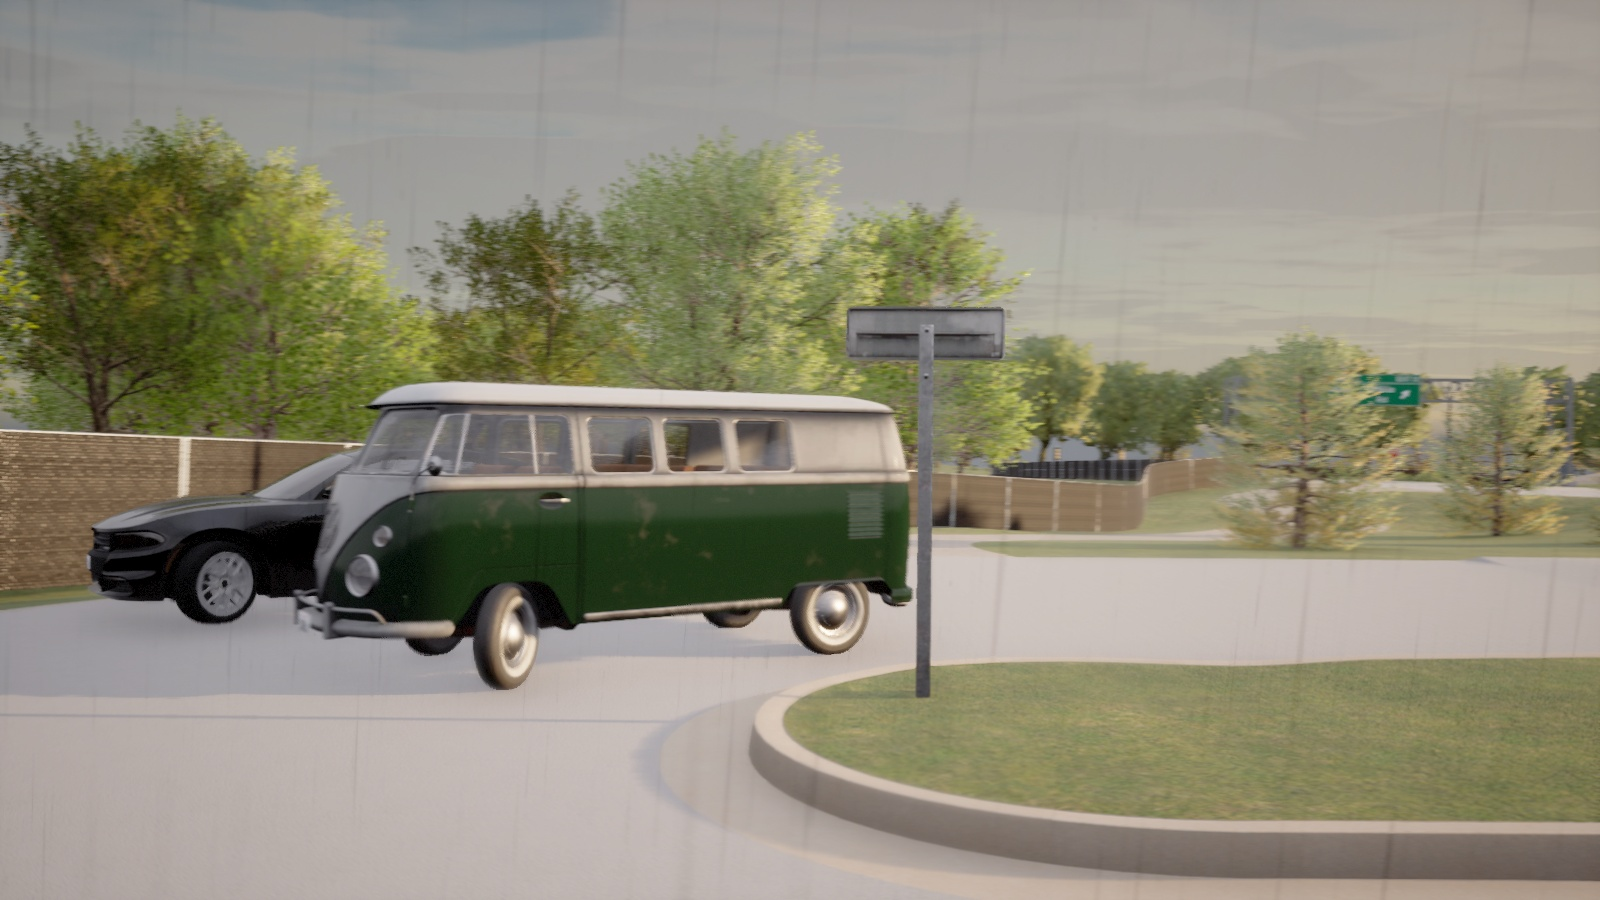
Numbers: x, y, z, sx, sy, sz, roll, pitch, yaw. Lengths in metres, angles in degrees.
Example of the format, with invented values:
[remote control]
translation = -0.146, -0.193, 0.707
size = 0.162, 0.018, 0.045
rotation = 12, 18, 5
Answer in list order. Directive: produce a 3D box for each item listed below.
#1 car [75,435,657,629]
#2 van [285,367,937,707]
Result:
[car]
translation = -4.072, 0.662, 12.195
size = 5.008, 1.535, 1.882
rotation = 0, 0, -34
[van]
translation = -1.267, 0.522, 9.328
size = 4.442, 1.987, 1.775
rotation = 1, 0, -34
